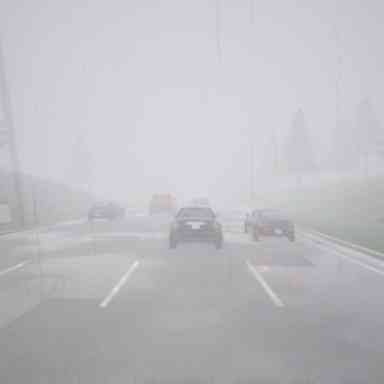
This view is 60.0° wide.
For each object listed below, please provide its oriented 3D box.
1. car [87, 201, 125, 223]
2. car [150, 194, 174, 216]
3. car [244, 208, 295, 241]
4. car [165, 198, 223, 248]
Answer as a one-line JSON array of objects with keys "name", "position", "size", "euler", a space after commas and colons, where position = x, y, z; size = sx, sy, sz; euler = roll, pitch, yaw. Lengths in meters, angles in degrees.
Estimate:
[{"name": "car", "position": [-6.518, 1.466, 25.647], "size": [2.128, 1.511, 4.902], "euler": [0, 0, 2]}, {"name": "car", "position": [-2.710, 1.189, 32.510], "size": [2.150, 2.045, 5.566], "euler": [0, 0, 3]}, {"name": "car", "position": [3.700, 1.510, 16.375], "size": [1.812, 1.442, 4.674], "euler": [0, 0, 1]}, {"name": "car", "position": [0.172, 1.337, 14.803], "size": [2.097, 1.767, 4.553], "euler": [0, 0, 1]}]
